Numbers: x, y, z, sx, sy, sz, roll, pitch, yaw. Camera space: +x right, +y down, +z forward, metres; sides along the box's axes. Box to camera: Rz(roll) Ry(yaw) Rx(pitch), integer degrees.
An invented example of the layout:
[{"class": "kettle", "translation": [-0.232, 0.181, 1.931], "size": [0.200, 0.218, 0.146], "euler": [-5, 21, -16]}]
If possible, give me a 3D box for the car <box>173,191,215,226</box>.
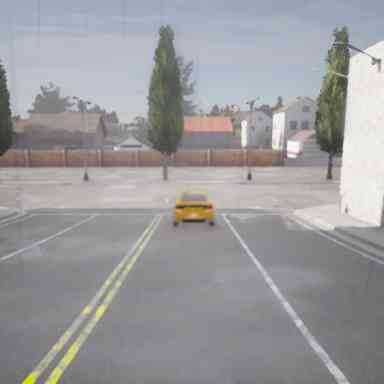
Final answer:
[{"class": "car", "translation": [0.079, 0.658, 16.697], "size": [1.882, 1.535, 5.008], "euler": [0, 4, 0]}]
